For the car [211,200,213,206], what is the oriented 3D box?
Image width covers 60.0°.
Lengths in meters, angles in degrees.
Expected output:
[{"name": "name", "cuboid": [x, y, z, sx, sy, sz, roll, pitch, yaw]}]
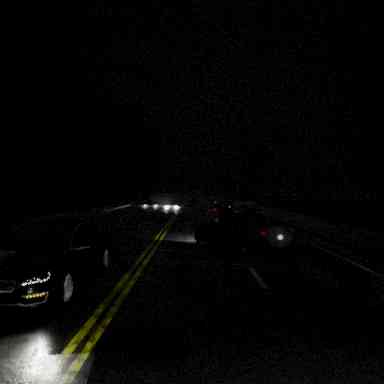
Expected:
[{"name": "car", "cuboid": [3.539, 1.318, 43.804, 1.895, 1.301, 4.718, 0, 0, 0]}]

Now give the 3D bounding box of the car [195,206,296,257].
[{"name": "car", "cuboid": [1.871, 1.470, 12.795, 1.994, 1.385, 4.181, 0, 0, -32]}]

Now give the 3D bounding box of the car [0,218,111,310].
[{"name": "car", "cuboid": [-3.298, 1.443, 7.924, 1.837, 1.490, 4.892, 0, 0, 0]}]

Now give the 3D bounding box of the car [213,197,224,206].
[{"name": "car", "cuboid": [3.466, 1.340, 32.773, 1.994, 1.385, 4.181, 0, 0, 0]}]

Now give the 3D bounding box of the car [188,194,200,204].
[{"name": "car", "cuboid": [0.362, 1.225, 53.254, 2.033, 1.411, 5.357, 0, 0, 1]}]

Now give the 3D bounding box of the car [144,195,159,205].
[{"name": "car", "cuboid": [-6.227, 1.157, 51.821, 1.882, 1.535, 5.008, 0, 0, 1]}]

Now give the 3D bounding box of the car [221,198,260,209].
[{"name": "car", "cuboid": [3.394, 1.350, 21.802, 2.163, 1.488, 4.792, 0, 0, 0]}]

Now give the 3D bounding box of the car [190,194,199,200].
[{"name": "car", "cuboid": [0.507, 1.157, 76.827, 2.033, 1.411, 5.357, 0, 0, 0]}]

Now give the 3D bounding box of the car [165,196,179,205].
[{"name": "car", "cuboid": [-2.995, 1.287, 50.415, 1.895, 1.301, 4.718, 0, 0, 1]}]
